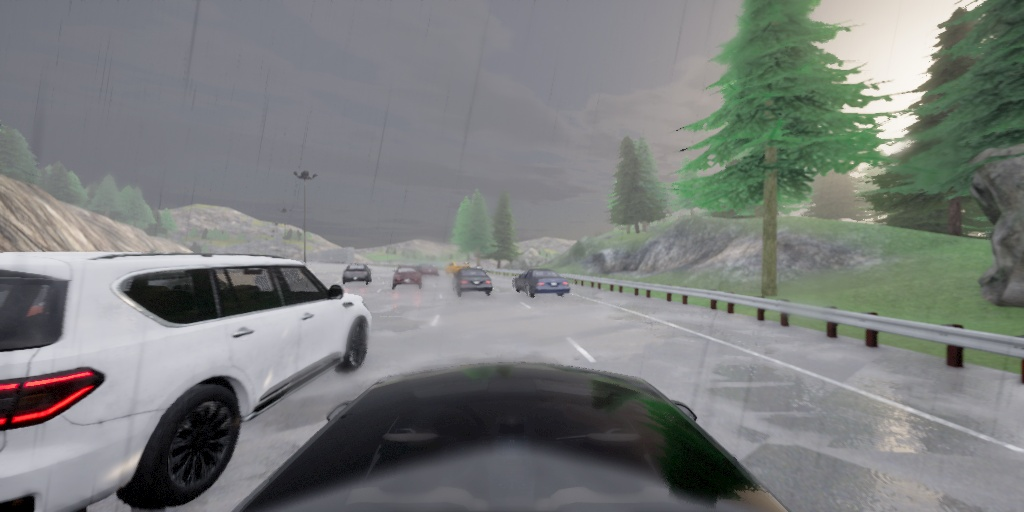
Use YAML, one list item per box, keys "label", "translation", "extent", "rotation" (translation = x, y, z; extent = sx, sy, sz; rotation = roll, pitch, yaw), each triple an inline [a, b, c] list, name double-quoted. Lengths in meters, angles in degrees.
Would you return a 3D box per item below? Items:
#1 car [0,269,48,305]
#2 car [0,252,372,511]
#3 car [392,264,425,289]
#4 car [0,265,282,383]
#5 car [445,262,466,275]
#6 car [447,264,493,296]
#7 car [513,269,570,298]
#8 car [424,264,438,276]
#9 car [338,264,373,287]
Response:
- label: "car"
  translation: [-22.731, 1.344, 14.681]
  extent: [1.837, 1.490, 4.892]
  rotation: [0, -1, -12]
- label: "car"
  translation: [-3.677, 0.990, 4.476]
  extent: [2.150, 2.045, 5.566]
  rotation: [0, 0, -2]
- label: "car"
  translation: [-7.241, 1.400, 24.723]
  extent: [1.812, 1.442, 4.674]
  rotation: [0, 0, -17]
- label: "car"
  translation: [-7.501, 1.140, 8.023]
  extent: [2.097, 1.767, 4.553]
  rotation: [0, 0, -5]
- label: "car"
  translation: [-6.206, 1.434, 40.768]
  extent: [1.882, 1.535, 5.008]
  rotation: [0, -1, -26]
- label: "car"
  translation: [-2.347, 1.395, 20.253]
  extent: [2.033, 1.411, 5.357]
  rotation: [0, 0, -14]
- label: "car"
  translation: [1.434, 1.387, 19.334]
  extent: [2.033, 1.411, 5.357]
  rotation: [0, 0, -12]
- label: "car"
  translation: [-9.616, 1.517, 39.739]
  extent: [1.994, 1.385, 4.181]
  rotation: [0, 0, -28]
- label: "car"
  translation: [-11.888, 1.385, 27.585]
  extent: [2.128, 1.511, 4.902]
  rotation: [0, 0, -20]
